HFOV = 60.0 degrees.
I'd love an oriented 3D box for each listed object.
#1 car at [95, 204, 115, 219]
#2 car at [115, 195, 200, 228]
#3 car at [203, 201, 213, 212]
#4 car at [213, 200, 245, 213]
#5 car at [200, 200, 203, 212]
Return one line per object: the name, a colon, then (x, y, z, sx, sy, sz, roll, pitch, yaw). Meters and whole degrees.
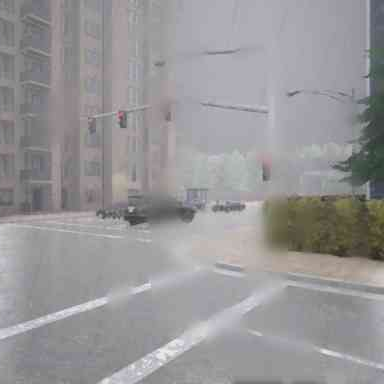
car: (-5.915, 1.547, 29.383, 2.033, 1.411, 5.357, 0, 0, 36)
car: (-2.130, 1.221, 22.347, 2.150, 2.045, 5.566, 0, 0, 36)
car: (-0.223, 1.491, 37.181, 2.128, 1.511, 4.902, 0, 0, 36)
car: (4.076, 1.601, 37.132, 1.895, 1.301, 4.718, 0, 0, 36)
car: (-1.579, 1.547, 29.389, 2.033, 1.411, 5.357, 0, 0, 36)
